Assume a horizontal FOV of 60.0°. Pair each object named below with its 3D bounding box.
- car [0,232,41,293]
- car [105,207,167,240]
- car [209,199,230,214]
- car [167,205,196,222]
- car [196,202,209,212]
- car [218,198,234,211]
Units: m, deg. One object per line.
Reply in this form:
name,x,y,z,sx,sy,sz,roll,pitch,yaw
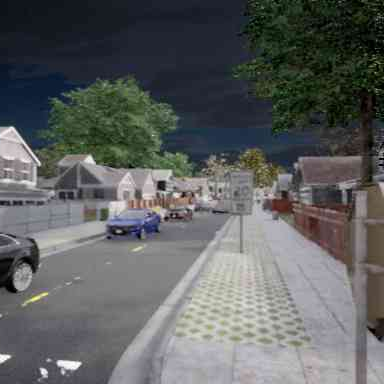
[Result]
car,-4.980,1.520,6.392,2.128,1.511,4.902,0,-1,9
car,-3.033,1.627,18.121,1.882,1.535,5.008,0,-1,10
car,3.558,1.944,40.129,1.994,1.385,4.181,0,-1,10
car,-1.156,1.826,29.388,1.994,1.385,4.181,0,-1,9
car,1.539,1.982,45.089,1.994,1.385,4.181,0,-1,10
car,5.139,1.828,49.953,2.097,1.767,4.553,0,-1,9
